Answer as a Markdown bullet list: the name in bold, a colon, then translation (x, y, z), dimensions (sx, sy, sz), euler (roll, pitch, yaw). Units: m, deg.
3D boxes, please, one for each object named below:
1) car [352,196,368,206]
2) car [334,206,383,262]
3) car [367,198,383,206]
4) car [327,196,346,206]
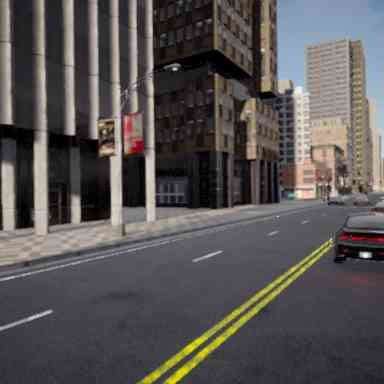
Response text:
- **car**: translation (23.342, 1.229, 45.660), dimensions (1.812, 1.442, 4.674), euler (-1, 0, 32)
- **car**: translation (6.005, 1.430, 11.128), dimensions (1.837, 1.490, 4.892), euler (-1, 0, 32)
- **car**: translation (14.357, 1.340, 24.645), dimensions (1.812, 1.442, 4.674), euler (-1, 0, 32)
- **car**: translation (20.644, 1.309, 47.475), dimensions (1.994, 1.385, 4.181), euler (-1, 0, 32)
